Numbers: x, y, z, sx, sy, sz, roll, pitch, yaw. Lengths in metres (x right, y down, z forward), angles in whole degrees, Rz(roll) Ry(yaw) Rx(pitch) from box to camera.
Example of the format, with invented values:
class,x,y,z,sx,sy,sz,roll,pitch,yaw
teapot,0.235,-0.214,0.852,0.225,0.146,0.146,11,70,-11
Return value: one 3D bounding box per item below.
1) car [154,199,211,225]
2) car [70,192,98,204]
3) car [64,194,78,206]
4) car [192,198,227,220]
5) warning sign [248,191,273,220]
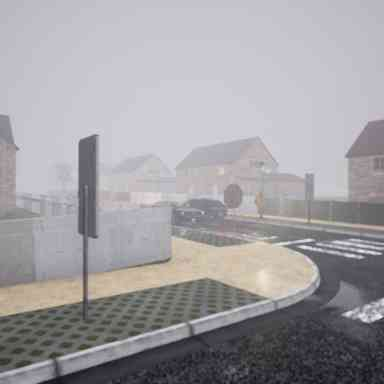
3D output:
class,x,y,z,sx,sy,sz,roll,pitch,yaw
car,-1.190,1.271,21.097,1.895,1.301,4.718,0,1,-36
car,-14.531,0.789,44.598,2.033,1.411,5.357,0,1,-36
car,-13.206,0.918,37.820,1.895,1.301,4.718,0,1,-36
car,0.474,1.171,23.855,1.837,1.490,4.892,0,1,-36
warning sign,4.575,0.864,22.252,1.300,1.860,1.060,-1,0,-36
